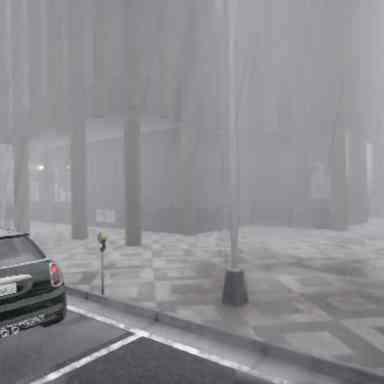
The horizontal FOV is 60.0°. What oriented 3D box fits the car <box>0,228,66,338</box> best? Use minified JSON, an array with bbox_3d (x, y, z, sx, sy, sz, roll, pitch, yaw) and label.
[{"bbox_3d":[-4.272,1.396,5.899,4.553,1.767,2.097,-1,0,37],"label":"car"}]
